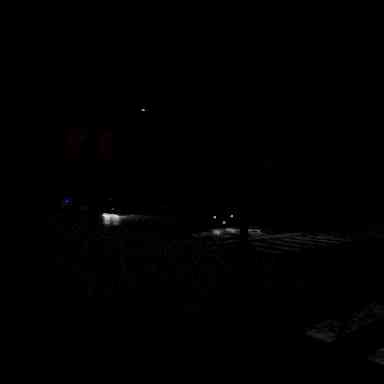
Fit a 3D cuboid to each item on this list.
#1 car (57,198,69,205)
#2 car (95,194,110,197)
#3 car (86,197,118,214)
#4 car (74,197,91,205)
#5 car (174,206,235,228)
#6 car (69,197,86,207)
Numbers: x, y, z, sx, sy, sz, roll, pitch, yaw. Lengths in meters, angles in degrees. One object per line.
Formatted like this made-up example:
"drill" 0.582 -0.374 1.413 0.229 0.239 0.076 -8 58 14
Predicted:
"car" -25.068 1.817 65.134 1.994 1.385 4.181 0 0 -36
"car" -15.847 1.441 57.840 2.150 2.045 5.566 0 0 -35
"car" -10.096 1.628 38.329 2.128 1.511 4.902 0 0 -35
"car" -21.798 1.758 66.151 1.837 1.490 4.892 0 0 -36
"car" 0.781 1.665 23.128 1.895 1.301 4.718 0 0 -36
"car" -18.930 1.817 56.570 1.895 1.301 4.718 0 0 -36
